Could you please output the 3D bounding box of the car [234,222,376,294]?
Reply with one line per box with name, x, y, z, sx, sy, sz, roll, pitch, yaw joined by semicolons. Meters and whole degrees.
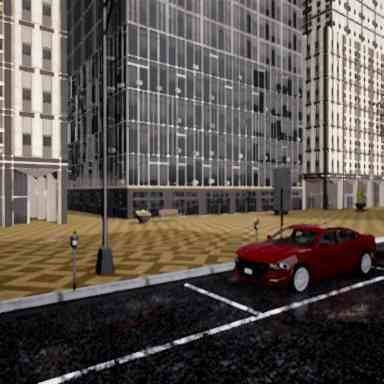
car;3.089;1.525;8.770;4.507;1.381;1.887;0;0;-36
